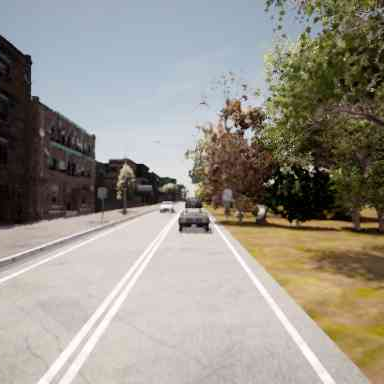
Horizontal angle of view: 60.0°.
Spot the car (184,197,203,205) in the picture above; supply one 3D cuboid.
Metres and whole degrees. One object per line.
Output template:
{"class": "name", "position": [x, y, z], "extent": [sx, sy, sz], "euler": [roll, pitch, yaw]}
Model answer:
{"class": "car", "position": [0.186, 1.657, 42.855], "extent": [2.150, 2.045, 5.566], "euler": [0, -1, 0]}

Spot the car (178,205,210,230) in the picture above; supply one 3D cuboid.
{"class": "car", "position": [0.120, 1.720, 21.708], "extent": [1.895, 1.301, 4.718], "euler": [0, -1, 0]}

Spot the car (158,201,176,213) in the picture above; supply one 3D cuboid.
{"class": "car", "position": [-3.244, 1.974, 43.509], "extent": [1.812, 1.442, 4.674], "euler": [0, -1, 1]}
